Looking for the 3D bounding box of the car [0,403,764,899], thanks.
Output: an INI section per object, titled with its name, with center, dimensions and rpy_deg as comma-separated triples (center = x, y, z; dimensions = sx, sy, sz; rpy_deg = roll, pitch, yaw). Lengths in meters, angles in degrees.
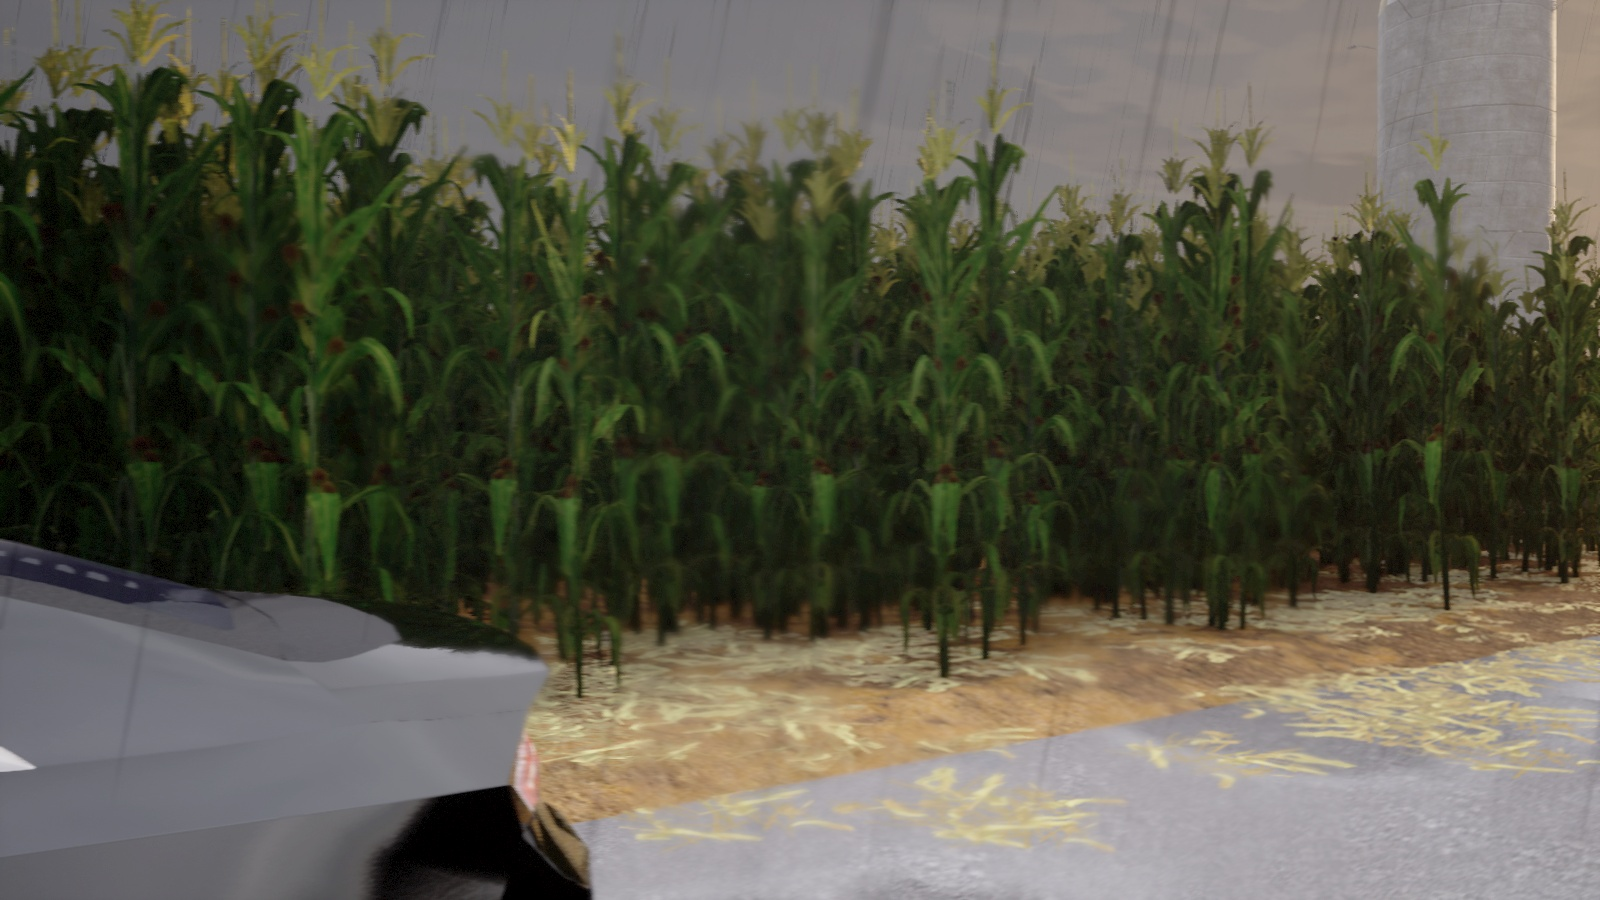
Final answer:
[car]
center = -2.672, 0.709, 1.312
dimensions = 4.902, 1.511, 2.128
rpy_deg = 0, 0, -35
